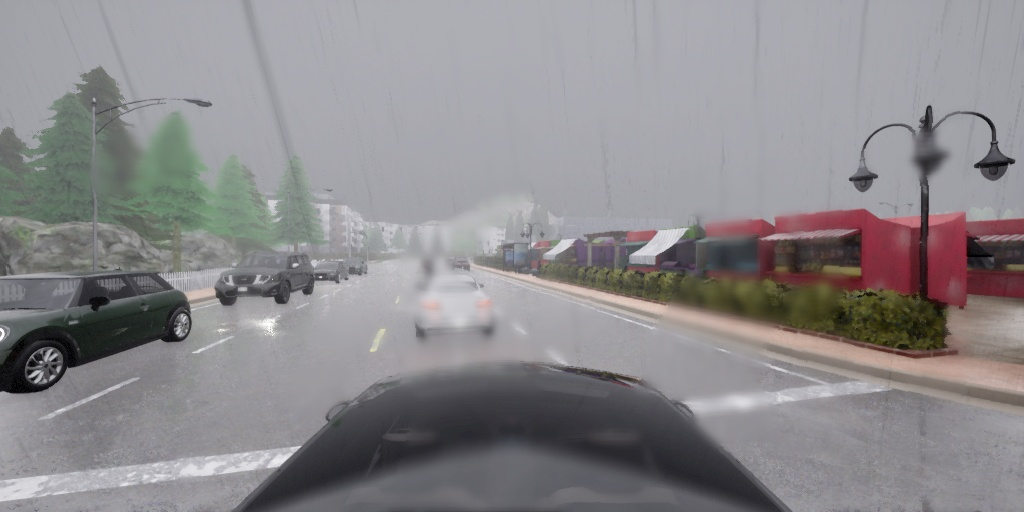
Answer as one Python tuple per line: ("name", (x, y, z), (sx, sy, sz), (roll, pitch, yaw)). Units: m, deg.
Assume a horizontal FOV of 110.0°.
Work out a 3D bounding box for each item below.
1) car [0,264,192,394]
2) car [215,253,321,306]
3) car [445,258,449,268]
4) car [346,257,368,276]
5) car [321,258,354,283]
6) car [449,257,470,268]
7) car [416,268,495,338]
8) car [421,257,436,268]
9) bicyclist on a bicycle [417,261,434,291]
("car", (-8.133, 1.076, 6.352), (2.097, 1.767, 4.553), (0, 0, -13))
("car", (-10.458, 0.876, 15.755), (2.150, 2.045, 5.566), (0, 0, -14))
("car", (-8.441, 0.873, 51.392), (1.882, 1.535, 5.008), (0, 0, -14))
("car", (-14.827, 0.878, 33.313), (2.097, 1.767, 4.553), (0, 0, -14))
("car", (-12.852, 1.089, 25.352), (1.837, 1.490, 4.892), (0, 0, -14))
("car", (-6.079, 0.967, 42.357), (1.837, 1.490, 4.892), (0, 0, -14))
("car", (-1.660, 1.224, 9.975), (1.812, 1.442, 4.674), (0, 0, -13))
("car", (-11.830, 0.904, 50.835), (1.837, 1.490, 4.892), (0, 0, -14))
("bicyclist on a bicycle", (-4.683, 1.079, 19.768), (0.582, 1.620, 1.656), (0, 1, 24))
